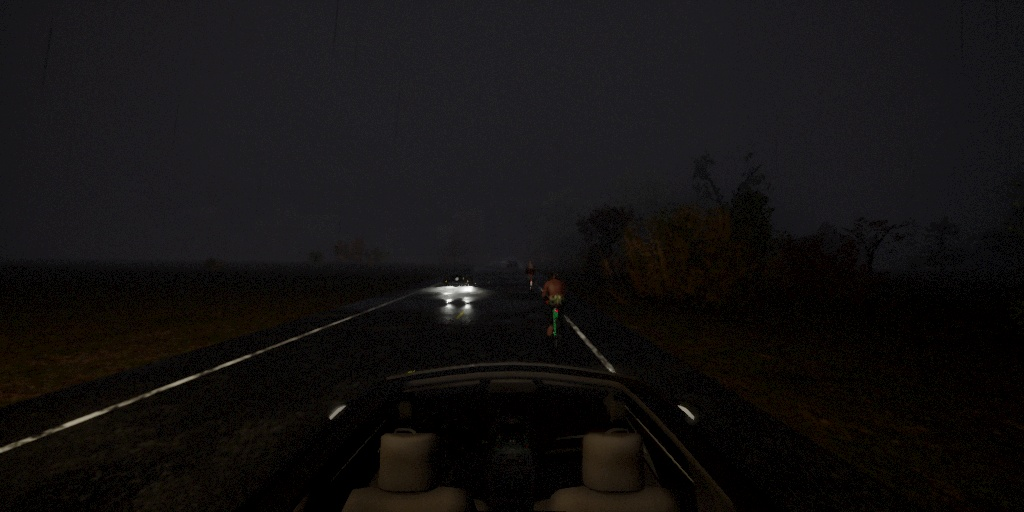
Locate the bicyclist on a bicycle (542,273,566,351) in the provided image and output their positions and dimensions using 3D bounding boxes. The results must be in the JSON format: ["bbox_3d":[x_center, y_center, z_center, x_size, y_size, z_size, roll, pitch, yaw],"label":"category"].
[{"bbox_3d":[0.964,1.203,8.042,0.582,1.620,1.656,0,0,0],"label":"bicyclist on a bicycle"}]

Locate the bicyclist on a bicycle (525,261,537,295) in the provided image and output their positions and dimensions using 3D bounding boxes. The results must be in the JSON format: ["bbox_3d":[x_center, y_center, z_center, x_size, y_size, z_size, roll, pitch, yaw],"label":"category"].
[{"bbox_3d":[0.966,1.120,18.624,0.659,1.776,1.843,0,0,0],"label":"bicyclist on a bicycle"}]

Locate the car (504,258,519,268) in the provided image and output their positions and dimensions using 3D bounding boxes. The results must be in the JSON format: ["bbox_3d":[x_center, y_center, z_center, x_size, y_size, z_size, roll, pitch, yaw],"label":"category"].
[{"bbox_3d":[0.114,1.313,59.447,1.994,1.385,4.181,0,0,0],"label":"car"}]

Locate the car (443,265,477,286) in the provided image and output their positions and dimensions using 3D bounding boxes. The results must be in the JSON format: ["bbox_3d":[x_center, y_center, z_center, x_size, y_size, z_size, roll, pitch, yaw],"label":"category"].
[{"bbox_3d":[-3.594,1.314,25.364,1.994,1.385,4.181,0,0,0],"label":"car"}]
